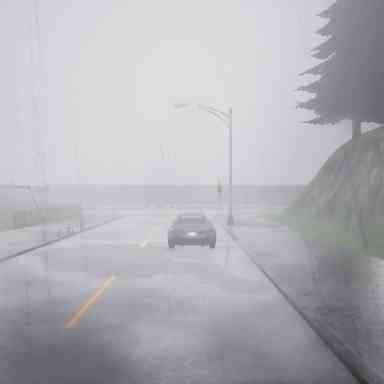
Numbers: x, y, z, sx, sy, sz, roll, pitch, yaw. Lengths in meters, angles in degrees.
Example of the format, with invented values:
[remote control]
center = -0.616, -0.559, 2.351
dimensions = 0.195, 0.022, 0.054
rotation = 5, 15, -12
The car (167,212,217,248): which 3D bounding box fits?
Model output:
[car]
center = 0.000, 1.571, 14.650
dimensions = 1.994, 1.385, 4.181
rotation = 0, 0, 0
